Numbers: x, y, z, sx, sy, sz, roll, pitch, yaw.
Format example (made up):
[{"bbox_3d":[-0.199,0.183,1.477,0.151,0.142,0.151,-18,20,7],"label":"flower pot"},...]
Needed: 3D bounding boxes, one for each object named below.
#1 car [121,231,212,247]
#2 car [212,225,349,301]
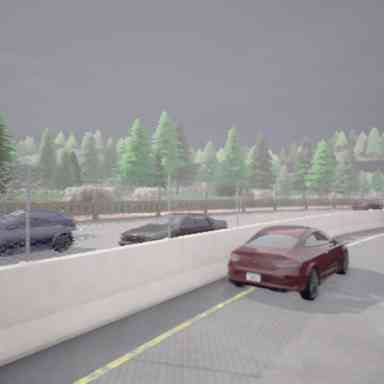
[{"bbox_3d":[-0.484,1.585,13.933,2.033,1.411,5.357,0,0,38],"label":"car"},{"bbox_3d":[2.633,1.569,8.546,1.812,1.442,4.674,0,0,37],"label":"car"}]
